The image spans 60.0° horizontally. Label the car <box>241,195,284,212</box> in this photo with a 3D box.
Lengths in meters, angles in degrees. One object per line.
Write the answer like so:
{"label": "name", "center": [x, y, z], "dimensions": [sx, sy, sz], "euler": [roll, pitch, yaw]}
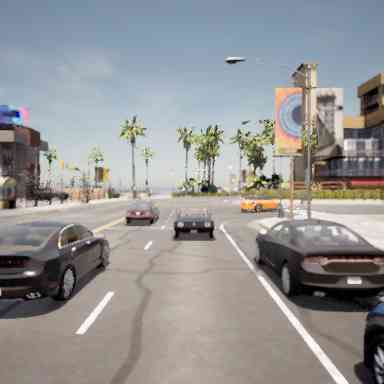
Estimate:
{"label": "car", "center": [7.203, 1.111, 33.820], "dimensions": [4.553, 1.767, 2.097], "euler": [0, 1, -34]}

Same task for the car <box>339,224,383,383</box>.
{"label": "car", "center": [3.039, 1.339, 2.016], "dimensions": [2.185, 1.767, 4.553], "euler": [0, 0, 0]}

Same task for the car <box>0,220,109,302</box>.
{"label": "car", "center": [-3.403, 1.446, 8.100], "dimensions": [1.837, 1.490, 4.892], "euler": [0, 0, 0]}

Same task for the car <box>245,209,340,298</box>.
{"label": "car", "center": [2.897, 1.419, 8.442], "dimensions": [2.097, 1.535, 5.008], "euler": [0, 0, 0]}

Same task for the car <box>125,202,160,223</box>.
{"label": "car", "center": [-3.408, 1.380, 23.456], "dimensions": [2.033, 1.411, 5.357], "euler": [0, 0, 0]}

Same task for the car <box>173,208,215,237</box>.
{"label": "car", "center": [0.094, 1.478, 17.104], "dimensions": [1.895, 1.301, 4.718], "euler": [0, 0, 0]}
